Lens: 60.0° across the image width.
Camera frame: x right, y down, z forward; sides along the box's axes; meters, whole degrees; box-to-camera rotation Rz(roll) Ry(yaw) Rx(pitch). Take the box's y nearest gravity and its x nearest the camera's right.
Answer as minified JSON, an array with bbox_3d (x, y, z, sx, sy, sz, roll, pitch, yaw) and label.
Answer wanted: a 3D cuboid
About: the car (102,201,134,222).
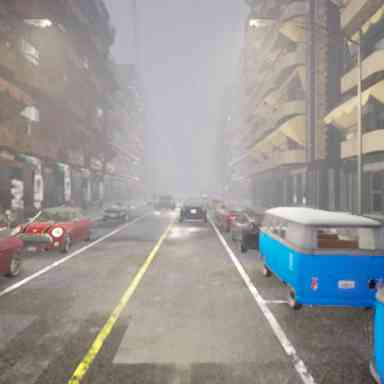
[{"bbox_3d":[-5.305,1.389,24.372,2.008,1.369,4.403,1,0,0],"label":"car"}]

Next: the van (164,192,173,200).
[{"bbox_3d":[-5.268,0.857,75.407,1.690,1.788,3.998,1,0,0],"label":"van"}]

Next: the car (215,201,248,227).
[{"bbox_3d":[2.575,1.420,18.730,1.887,1.381,4.507,1,0,0],"label":"car"}]

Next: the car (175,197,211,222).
[{"bbox_3d":[0.101,1.339,24.761,2.163,1.488,4.792,0,0,0],"label":"car"}]

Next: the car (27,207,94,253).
[{"bbox_3d":[-5.304,1.353,13.030,1.967,1.590,4.097,1,0,0],"label":"car"}]

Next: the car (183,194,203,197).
[{"bbox_3d":[0.102,1.325,41.989,1.895,1.301,4.718,0,0,0],"label":"car"}]

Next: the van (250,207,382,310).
[{"bbox_3d":[2.577,1.291,7.388,1.690,1.788,3.998,1,0,0],"label":"van"}]

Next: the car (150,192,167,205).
[{"bbox_3d":[-5.310,0.971,52.724,2.192,1.841,5.009,1,0,0],"label":"car"}]

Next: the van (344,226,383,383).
[{"bbox_3d":[2.577,1.329,1.717,1.690,1.788,3.998,1,0,0],"label":"van"}]

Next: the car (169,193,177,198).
[{"bbox_3d":[-5.270,0.965,92.421,2.008,1.369,4.403,1,0,0],"label":"car"}]

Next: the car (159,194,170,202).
[{"bbox_3d":[-5.282,1.167,64.067,1.802,1.307,4.206,1,0,0],"label":"car"}]

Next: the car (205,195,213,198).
[{"bbox_3d":[2.576,1.288,35.912,1.752,1.417,4.829,1,0,0],"label":"car"}]

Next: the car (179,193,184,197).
[{"bbox_3d":[-2.747,0.785,77.021,1.895,1.301,4.718,0,0,0],"label":"car"}]

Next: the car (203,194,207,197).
[{"bbox_3d":[2.575,1.309,41.413,1.802,1.307,4.206,1,0,0],"label":"car"}]

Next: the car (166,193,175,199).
[{"bbox_3d":[-5.270,1.026,81.079,1.887,1.381,4.507,1,0,0],"label":"car"}]

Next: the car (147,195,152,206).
[{"bbox_3d":[-5.310,1.218,46.885,1.752,1.417,4.829,1,0,0],"label":"car"}]

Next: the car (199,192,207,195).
[{"bbox_3d":[2.576,1.136,64.095,2.008,1.369,4.403,1,0,0],"label":"car"}]

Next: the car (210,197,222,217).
[{"bbox_3d":[2.575,1.362,24.571,1.752,1.417,4.829,1,0,0],"label":"car"}]

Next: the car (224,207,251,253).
[{"bbox_3d":[2.574,1.478,13.060,1.947,1.339,4.313,1,0,0],"label":"car"}]

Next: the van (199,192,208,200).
[{"bbox_3d":[2.579,0.856,75.435,1.690,1.788,3.998,1,0,0],"label":"van"}]

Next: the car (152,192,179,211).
[{"bbox_3d":[-2.842,1.111,36.455,2.097,1.767,4.553,0,0,0],"label":"car"}]

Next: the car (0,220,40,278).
[{"bbox_3d":[-5.306,1.532,7.360,1.802,1.307,4.206,1,0,0],"label":"car"}]
